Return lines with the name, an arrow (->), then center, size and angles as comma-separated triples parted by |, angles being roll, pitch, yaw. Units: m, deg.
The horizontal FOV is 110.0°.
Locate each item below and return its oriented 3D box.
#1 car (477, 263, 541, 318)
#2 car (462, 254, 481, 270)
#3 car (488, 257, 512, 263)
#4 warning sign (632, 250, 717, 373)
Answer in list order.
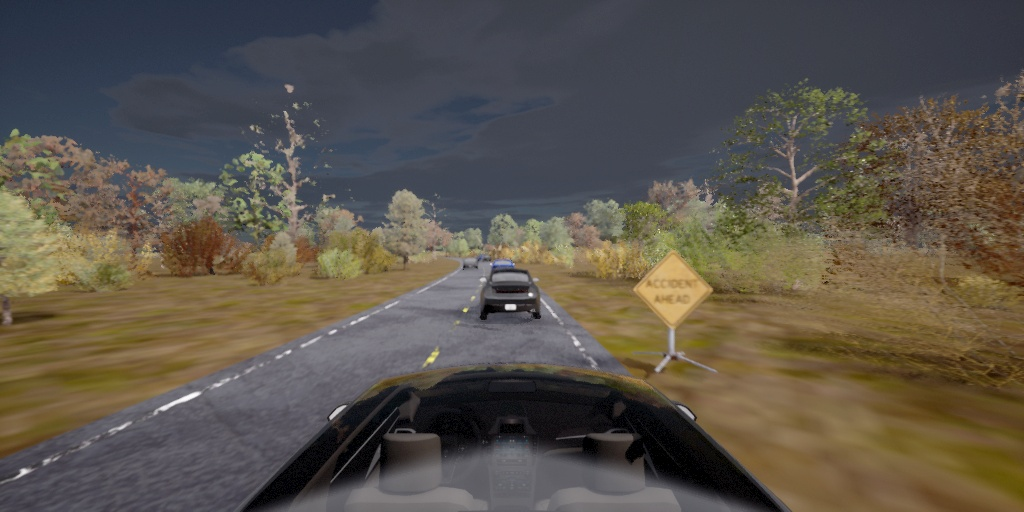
car -> -0.085, 1.170, 12.503 | 1.837, 1.490, 4.892 | 0, 0, -1
car -> -5.024, 0.910, 43.838 | 1.882, 1.535, 5.008 | 0, 0, -5
car -> -0.772, 1.015, 29.218 | 1.882, 1.535, 5.008 | 0, 0, -3
warning sign -> 2.629, 0.830, 5.928 | 1.300, 1.860, 1.060 | 0, 0, -1
